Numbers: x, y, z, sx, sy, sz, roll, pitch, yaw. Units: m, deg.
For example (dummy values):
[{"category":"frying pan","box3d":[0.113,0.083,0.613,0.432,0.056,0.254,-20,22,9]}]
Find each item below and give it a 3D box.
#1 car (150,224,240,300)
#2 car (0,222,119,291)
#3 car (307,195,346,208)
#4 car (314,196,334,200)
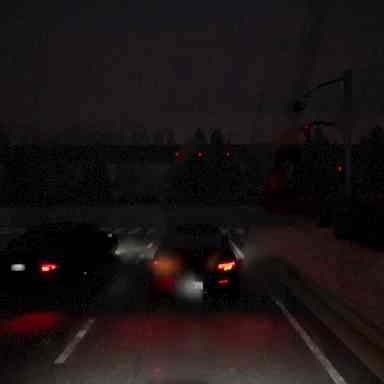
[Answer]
[{"category":"car","box3d":[0.064,1.515,8.250,1.812,1.442,4.674,0,0,0]},{"category":"car","box3d":[-3.429,1.536,9.068,2.033,1.411,5.357,0,0,0]},{"category":"car","box3d":[18.917,1.292,46.868,4.553,1.767,2.097,0,0,0]},{"category":"car","box3d":[17.473,1.509,43.375,4.181,1.385,1.994,0,0,0]}]
